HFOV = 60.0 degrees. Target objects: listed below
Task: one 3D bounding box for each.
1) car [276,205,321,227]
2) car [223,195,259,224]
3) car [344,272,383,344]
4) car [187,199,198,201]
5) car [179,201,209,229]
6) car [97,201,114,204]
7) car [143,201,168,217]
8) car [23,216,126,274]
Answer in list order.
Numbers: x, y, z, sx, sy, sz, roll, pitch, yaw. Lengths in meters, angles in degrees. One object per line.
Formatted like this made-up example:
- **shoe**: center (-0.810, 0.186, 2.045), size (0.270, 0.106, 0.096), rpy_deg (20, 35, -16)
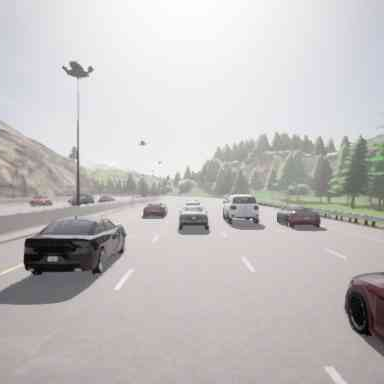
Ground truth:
- **car**: center (7.099, 1.572, 22.570), size (1.994, 1.385, 4.181), rpy_deg (0, 0, 0)
- **car**: center (3.598, 1.231, 25.149), size (2.150, 2.045, 5.566), rpy_deg (0, 0, 0)
- **car**: center (3.599, 1.566, 4.039), size (1.994, 1.385, 4.181), rpy_deg (0, 0, 0)
- **car**: center (0.100, 1.562, 40.764), size (2.033, 1.411, 5.357), rpy_deg (0, 0, 0)
- **car**: center (0.100, 1.555, 21.571), size (2.033, 1.411, 5.357), rpy_deg (0, 0, 0)
- **car**: center (-14.059, 1.372, 54.537), size (2.097, 1.767, 4.553), rpy_deg (0, 0, 0)
- **car**: center (-3.400, 1.575, 31.378), size (1.994, 1.385, 4.181), rpy_deg (0, 0, 0)
- **car**: center (-3.399, 1.481, 10.591), size (1.882, 1.535, 5.008), rpy_deg (0, 0, 0)
